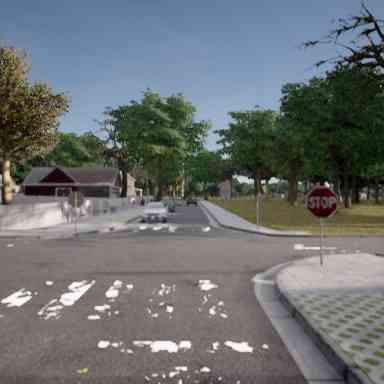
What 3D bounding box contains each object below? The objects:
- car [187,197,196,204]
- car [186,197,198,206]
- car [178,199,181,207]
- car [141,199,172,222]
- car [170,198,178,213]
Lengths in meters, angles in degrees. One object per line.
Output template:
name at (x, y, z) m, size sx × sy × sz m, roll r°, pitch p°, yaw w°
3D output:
car at (-0.049, 1.719, 68.481) m, size 1.812 × 1.442 × 4.674 m, roll 0°, pitch 0°, yaw 0°
car at (-0.044, 1.649, 58.059) m, size 1.837 × 1.490 × 4.892 m, roll 0°, pitch 0°, yaw 0°
car at (-2.855, 1.735, 55.791) m, size 1.895 × 1.301 × 4.718 m, roll 0°, pitch 0°, yaw 0°
car at (-2.855, 1.548, 26.372) m, size 1.812 × 1.442 × 4.674 m, roll 0°, pitch 0°, yaw -1°
car at (-2.874, 1.557, 37.780) m, size 1.837 × 1.490 × 4.892 m, roll 0°, pitch 1°, yaw 0°
